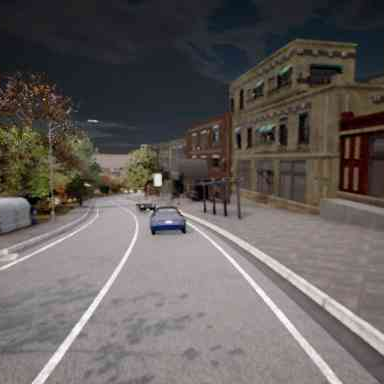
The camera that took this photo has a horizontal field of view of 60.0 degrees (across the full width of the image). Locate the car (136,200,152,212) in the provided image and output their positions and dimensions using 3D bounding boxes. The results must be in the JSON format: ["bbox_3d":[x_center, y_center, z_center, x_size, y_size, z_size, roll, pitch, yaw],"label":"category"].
[{"bbox_3d":[-5.409,1.599,38.458,1.895,1.301,4.718,-2,0,-15],"label":"car"}]

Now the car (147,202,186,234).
[{"bbox_3d":[-1.480,1.542,19.445,1.994,1.385,4.181,-1,0,-8],"label":"car"}]
